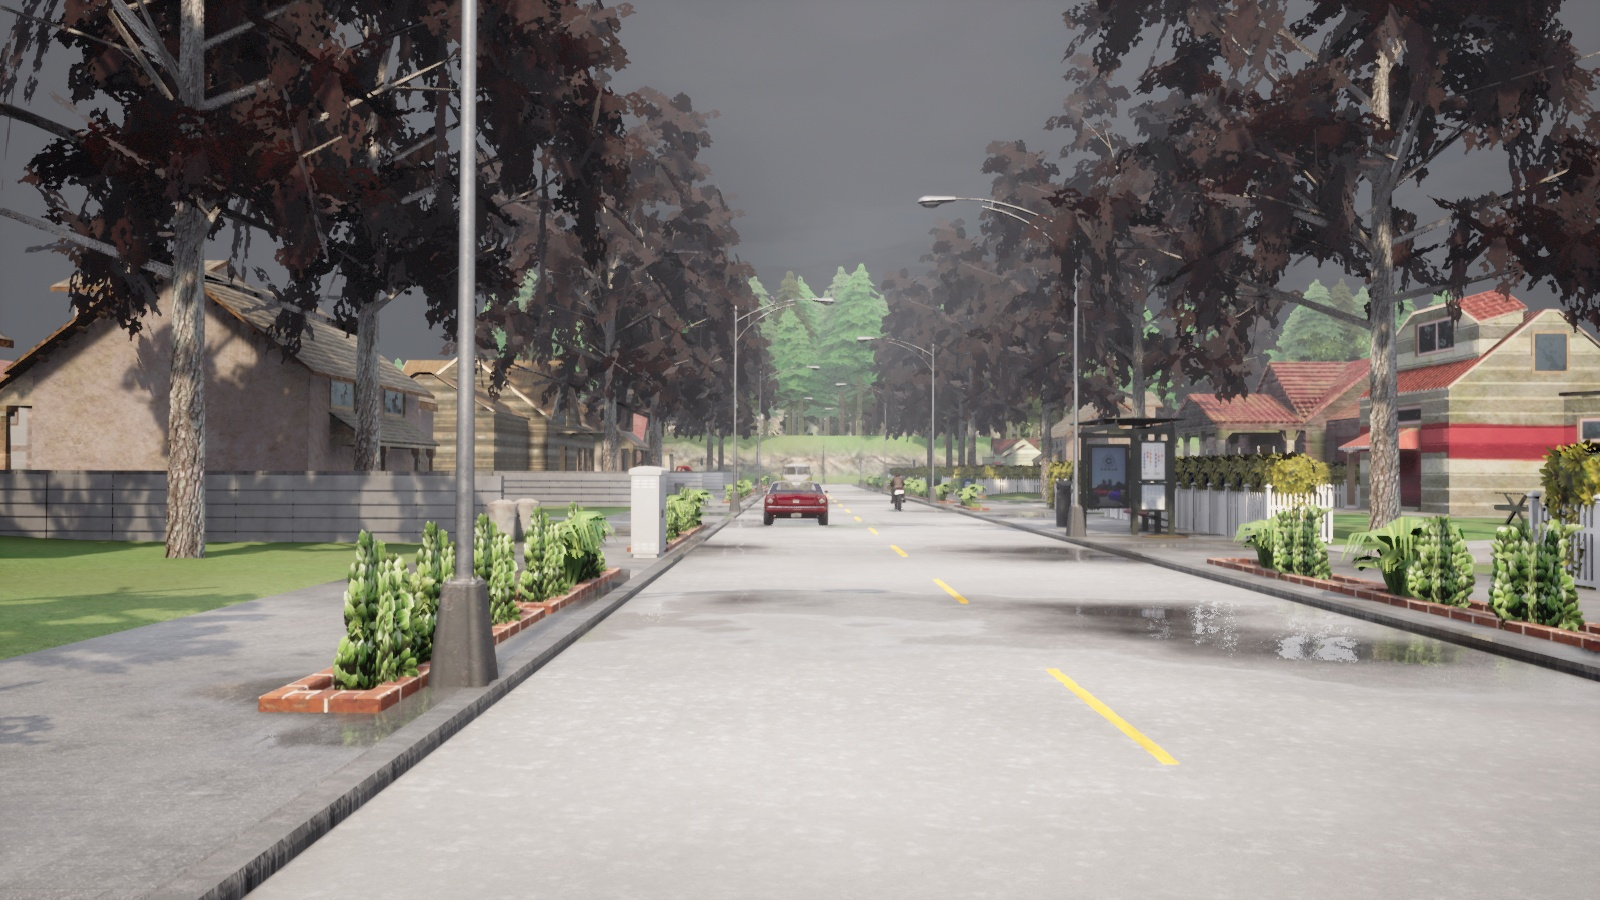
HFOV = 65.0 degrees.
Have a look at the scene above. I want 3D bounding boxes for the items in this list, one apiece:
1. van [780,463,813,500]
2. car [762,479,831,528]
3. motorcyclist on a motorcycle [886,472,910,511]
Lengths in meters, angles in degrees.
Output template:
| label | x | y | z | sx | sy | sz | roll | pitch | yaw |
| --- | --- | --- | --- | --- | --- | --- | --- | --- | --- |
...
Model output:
| label | x | y | z | sx | sy | sz | roll | pitch | yaw |
| --- | --- | --- | --- | --- | --- | --- | --- | --- | --- |
| van | -0.192 | 1.753 | 70.370 | 1.775 | 1.987 | 4.442 | 0 | -1 | 0 |
| car | -0.101 | 1.542 | 37.224 | 1.895 | 1.301 | 4.718 | 0 | -1 | 0 |
| motorcyclist on a motorcycle | 3.865 | 1.617 | 49.604 | 0.797 | 1.523 | 2.044 | 0 | -1 | 0 |
